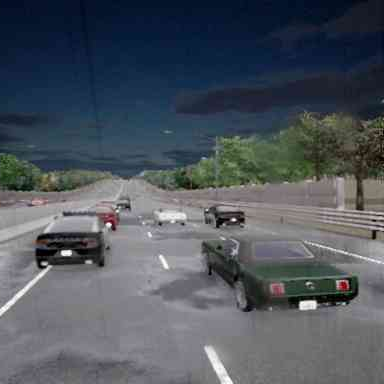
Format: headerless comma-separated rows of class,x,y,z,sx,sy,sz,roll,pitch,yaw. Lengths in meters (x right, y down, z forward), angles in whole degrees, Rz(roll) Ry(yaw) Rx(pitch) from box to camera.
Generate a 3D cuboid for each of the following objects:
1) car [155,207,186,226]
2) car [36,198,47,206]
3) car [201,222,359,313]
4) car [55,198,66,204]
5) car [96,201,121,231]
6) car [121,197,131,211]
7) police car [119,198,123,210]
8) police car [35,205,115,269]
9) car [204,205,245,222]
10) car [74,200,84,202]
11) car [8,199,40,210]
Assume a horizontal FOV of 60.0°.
car,-1.741,1.750,25.030,1.895,1.301,4.718,0,0,-11
car,-31.716,1.970,69.332,2.097,1.767,4.553,0,-1,-11
car,1.555,1.640,7.829,1.895,1.301,4.718,0,0,-11
car,-28.900,2.049,73.228,1.812,1.442,4.674,0,-1,-11
car,-5.759,1.586,21.287,1.882,1.535,5.008,0,-1,-11
car,-9.403,1.829,45.893,1.882,1.535,5.008,0,-1,-11
police car,-6.910,1.582,27.293,1.930,1.638,5.238,0,-1,-11
police car,-3.895,1.470,11.566,1.930,1.638,5.238,0,0,-11
car,2.148,1.623,23.333,1.882,1.535,5.008,0,0,-11
car,-25.960,2.036,76.484,2.033,1.411,5.357,0,-1,-11
car,-18.275,1.783,35.866,1.994,1.385,4.181,0,-1,-11
